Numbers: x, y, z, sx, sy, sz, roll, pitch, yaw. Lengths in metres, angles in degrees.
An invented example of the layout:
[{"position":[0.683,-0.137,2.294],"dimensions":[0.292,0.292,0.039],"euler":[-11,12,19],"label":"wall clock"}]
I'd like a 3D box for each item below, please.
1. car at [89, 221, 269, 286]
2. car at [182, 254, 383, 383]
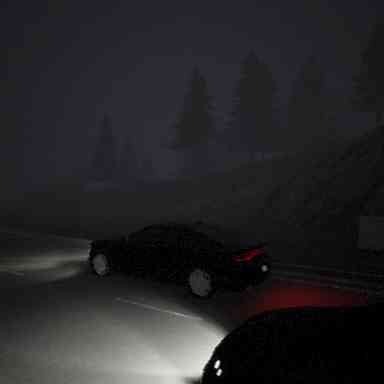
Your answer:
[{"position":[-0.502,1.468,8.459],"dimensions":[5.008,1.535,1.882],"euler":[0,0,34],"label":"car"},{"position":[2.110,1.564,2.524],"dimensions":[4.181,1.385,1.994],"euler":[0,0,34],"label":"car"}]
